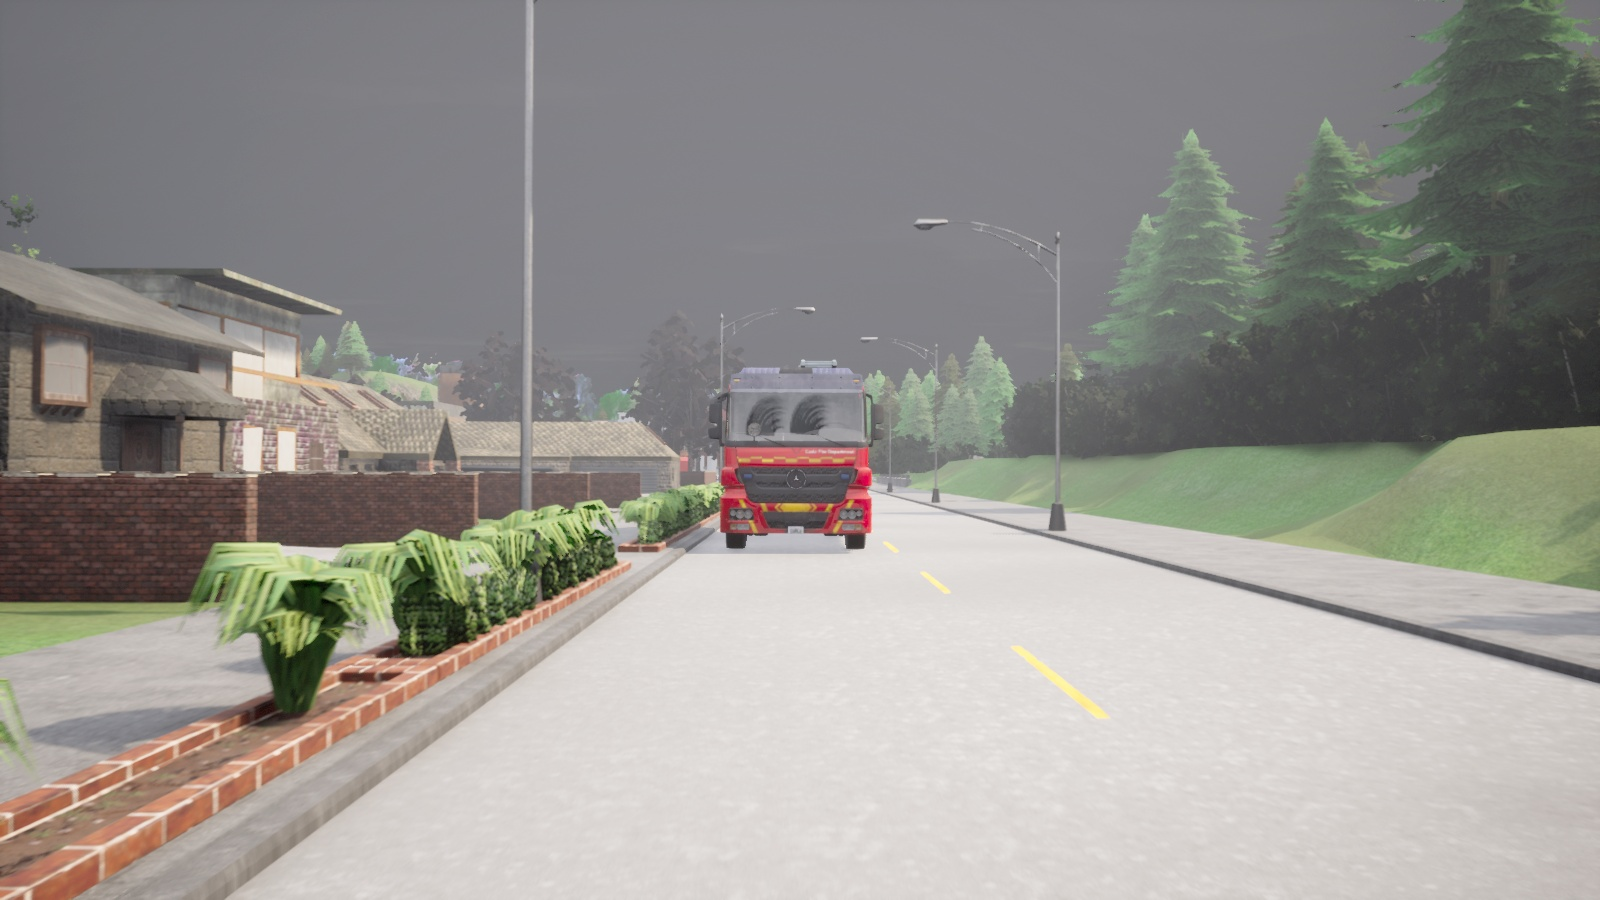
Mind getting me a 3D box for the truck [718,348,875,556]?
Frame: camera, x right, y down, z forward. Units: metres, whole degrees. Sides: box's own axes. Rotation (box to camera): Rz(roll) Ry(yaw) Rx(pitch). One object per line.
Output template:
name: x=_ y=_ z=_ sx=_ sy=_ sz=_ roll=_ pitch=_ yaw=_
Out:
truck: x=-0.076 y=0.109 z=27.386 sx=2.891 sy=3.827 sz=8.468 roll=0 pitch=-1 yaw=0
